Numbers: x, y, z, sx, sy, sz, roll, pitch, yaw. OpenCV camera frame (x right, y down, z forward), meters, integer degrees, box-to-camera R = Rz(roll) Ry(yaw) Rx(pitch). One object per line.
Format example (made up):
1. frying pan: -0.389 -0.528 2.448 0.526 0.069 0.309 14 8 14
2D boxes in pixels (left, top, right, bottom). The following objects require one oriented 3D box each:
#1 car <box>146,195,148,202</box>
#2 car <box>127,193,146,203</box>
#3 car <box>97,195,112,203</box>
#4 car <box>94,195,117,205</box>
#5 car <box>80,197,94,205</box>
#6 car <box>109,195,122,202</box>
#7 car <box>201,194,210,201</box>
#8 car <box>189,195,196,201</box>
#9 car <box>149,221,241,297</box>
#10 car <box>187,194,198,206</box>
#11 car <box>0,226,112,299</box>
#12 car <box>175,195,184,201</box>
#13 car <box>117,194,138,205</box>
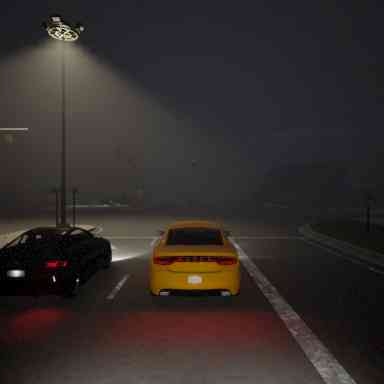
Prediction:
1. car: -11.400 1.500 78.256 1.837 1.490 4.892 0 0 0
2. car: -11.418 1.352 68.082 2.097 1.767 4.553 0 0 0
3. car: -18.411 1.500 69.897 1.837 1.490 4.892 0 0 0
4. car: -15.003 1.564 57.764 1.994 1.385 4.181 0 0 0
5. car: -18.484 1.601 59.747 1.895 1.301 4.718 0 0 0
6. car: -18.398 1.500 80.076 1.837 1.490 4.892 0 0 0
7. car: 3.612 1.588 87.499 1.895 1.301 4.718 0 0 0
8. car: 0.111 1.491 87.057 1.837 1.490 4.892 0 0 0
9. car: 0.076 1.478 8.651 1.882 1.535 5.008 0 0 0
10. car: 0.072 1.526 56.447 1.812 1.442 4.674 0 0 0
11. car: -3.425 1.564 8.522 1.994 1.385 4.181 0 0 0
12. car: -3.388 1.517 87.478 1.812 1.442 4.674 0 0 0
13. car: -11.499 1.547 58.964 2.033 1.411 5.357 0 0 0
